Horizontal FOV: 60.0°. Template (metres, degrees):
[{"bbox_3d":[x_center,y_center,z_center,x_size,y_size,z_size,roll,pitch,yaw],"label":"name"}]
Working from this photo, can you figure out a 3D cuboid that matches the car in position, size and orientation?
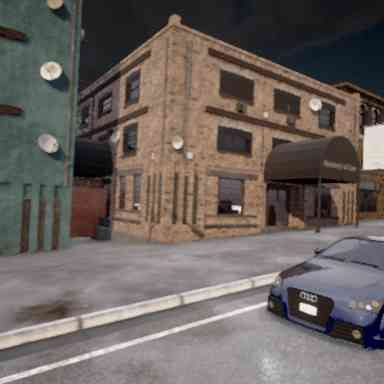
[{"bbox_3d":[3.331,1.532,6.066,4.181,1.385,1.994,0,0,-36],"label":"car"}]
